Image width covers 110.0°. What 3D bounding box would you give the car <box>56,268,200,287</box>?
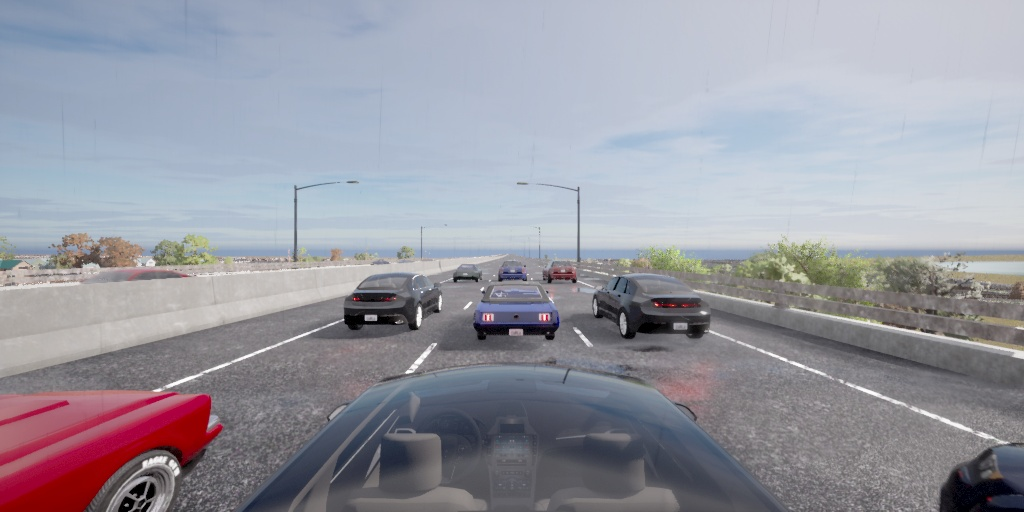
[{"bbox_3d":[-14.116,1.223,13.253,1.882,1.535,5.008,0,0,0],"label":"car"}]

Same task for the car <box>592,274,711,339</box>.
[{"bbox_3d":[3.588,1.252,10.067,1.837,1.490,4.892,0,0,0],"label":"car"}]

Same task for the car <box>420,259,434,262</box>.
[{"bbox_3d":[-14.081,1.205,59.849,1.882,1.535,5.008,0,0,0],"label":"car"}]

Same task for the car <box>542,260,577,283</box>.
[{"bbox_3d":[3.569,1.092,27.544,2.097,1.767,4.553,0,0,-1],"label":"car"}]

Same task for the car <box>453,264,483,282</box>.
[{"bbox_3d":[-3.437,1.303,28.366,1.994,1.385,4.181,0,0,0],"label":"car"}]

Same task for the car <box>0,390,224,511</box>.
[{"bbox_3d":[-3.400,1.351,0.893,1.895,1.301,4.718,0,0,0],"label":"car"}]

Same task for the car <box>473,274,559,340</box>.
[{"bbox_3d":[0.089,1.348,9.911,1.895,1.301,4.718,0,0,0],"label":"car"}]

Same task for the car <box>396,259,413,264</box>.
[{"bbox_3d":[-17.585,1.272,59.139,2.033,1.411,5.357,0,0,0],"label":"car"}]

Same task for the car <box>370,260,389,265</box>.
[{"bbox_3d":[-21.101,1.290,57.244,1.994,1.385,4.181,0,0,0],"label":"car"}]

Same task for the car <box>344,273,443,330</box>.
[{"bbox_3d":[-3.413,1.251,11.087,1.837,1.490,4.892,0,0,0],"label":"car"}]

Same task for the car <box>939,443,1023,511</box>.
[{"bbox_3d":[3.600,1.314,0.396,1.994,1.385,4.181,0,0,0],"label":"car"}]

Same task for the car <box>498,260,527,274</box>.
[{"bbox_3d":[0.062,1.092,27.539,2.097,1.767,4.553,0,0,0],"label":"car"}]
